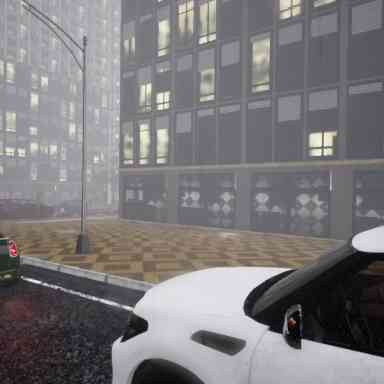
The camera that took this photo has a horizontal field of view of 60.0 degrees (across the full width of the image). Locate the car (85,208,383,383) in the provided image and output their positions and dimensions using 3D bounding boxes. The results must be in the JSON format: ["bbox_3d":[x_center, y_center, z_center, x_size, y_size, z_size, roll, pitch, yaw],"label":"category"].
[{"bbox_3d":[1.900,1.222,2.327,5.566,2.045,2.150,0,0,36],"label":"car"}]

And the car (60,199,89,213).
[{"bbox_3d":[-14.874,1.687,40.296,1.837,1.490,4.892,1,0,37],"label":"car"}]

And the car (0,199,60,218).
[{"bbox_3d":[-15.139,1.518,30.178,2.192,1.841,5.009,1,0,36],"label":"car"}]

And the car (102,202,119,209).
[{"bbox_3d":[-8.357,1.828,39.400,1.752,1.417,4.829,1,0,36],"label":"car"}]

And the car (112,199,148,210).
[{"bbox_3d":[-8.938,1.761,48.354,2.128,1.511,4.902,1,0,36],"label":"car"}]

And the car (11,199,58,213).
[{"bbox_3d":[-18.652,1.641,39.547,1.752,1.417,4.829,1,0,36],"label":"car"}]

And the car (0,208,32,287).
[{"bbox_3d":[-6.177,1.348,8.062,4.553,1.767,2.097,0,0,35],"label":"car"}]
